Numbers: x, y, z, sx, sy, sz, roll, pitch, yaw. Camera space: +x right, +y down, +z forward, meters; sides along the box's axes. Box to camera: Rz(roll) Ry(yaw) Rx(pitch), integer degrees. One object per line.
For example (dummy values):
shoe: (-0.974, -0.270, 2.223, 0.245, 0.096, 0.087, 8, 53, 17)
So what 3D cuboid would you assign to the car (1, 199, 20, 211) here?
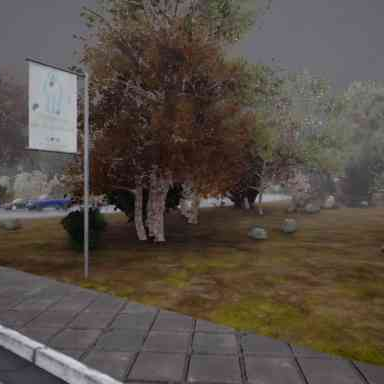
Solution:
car: (-20.865, 1.499, 41.145, 1.837, 1.490, 4.892, 0, 0, 38)

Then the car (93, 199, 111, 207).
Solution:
car: (-12.965, 1.306, 51.247, 2.097, 1.767, 4.553, 0, 0, 37)

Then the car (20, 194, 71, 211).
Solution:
car: (-17.165, 1.212, 40.168, 2.150, 2.045, 5.566, 0, 0, 39)
